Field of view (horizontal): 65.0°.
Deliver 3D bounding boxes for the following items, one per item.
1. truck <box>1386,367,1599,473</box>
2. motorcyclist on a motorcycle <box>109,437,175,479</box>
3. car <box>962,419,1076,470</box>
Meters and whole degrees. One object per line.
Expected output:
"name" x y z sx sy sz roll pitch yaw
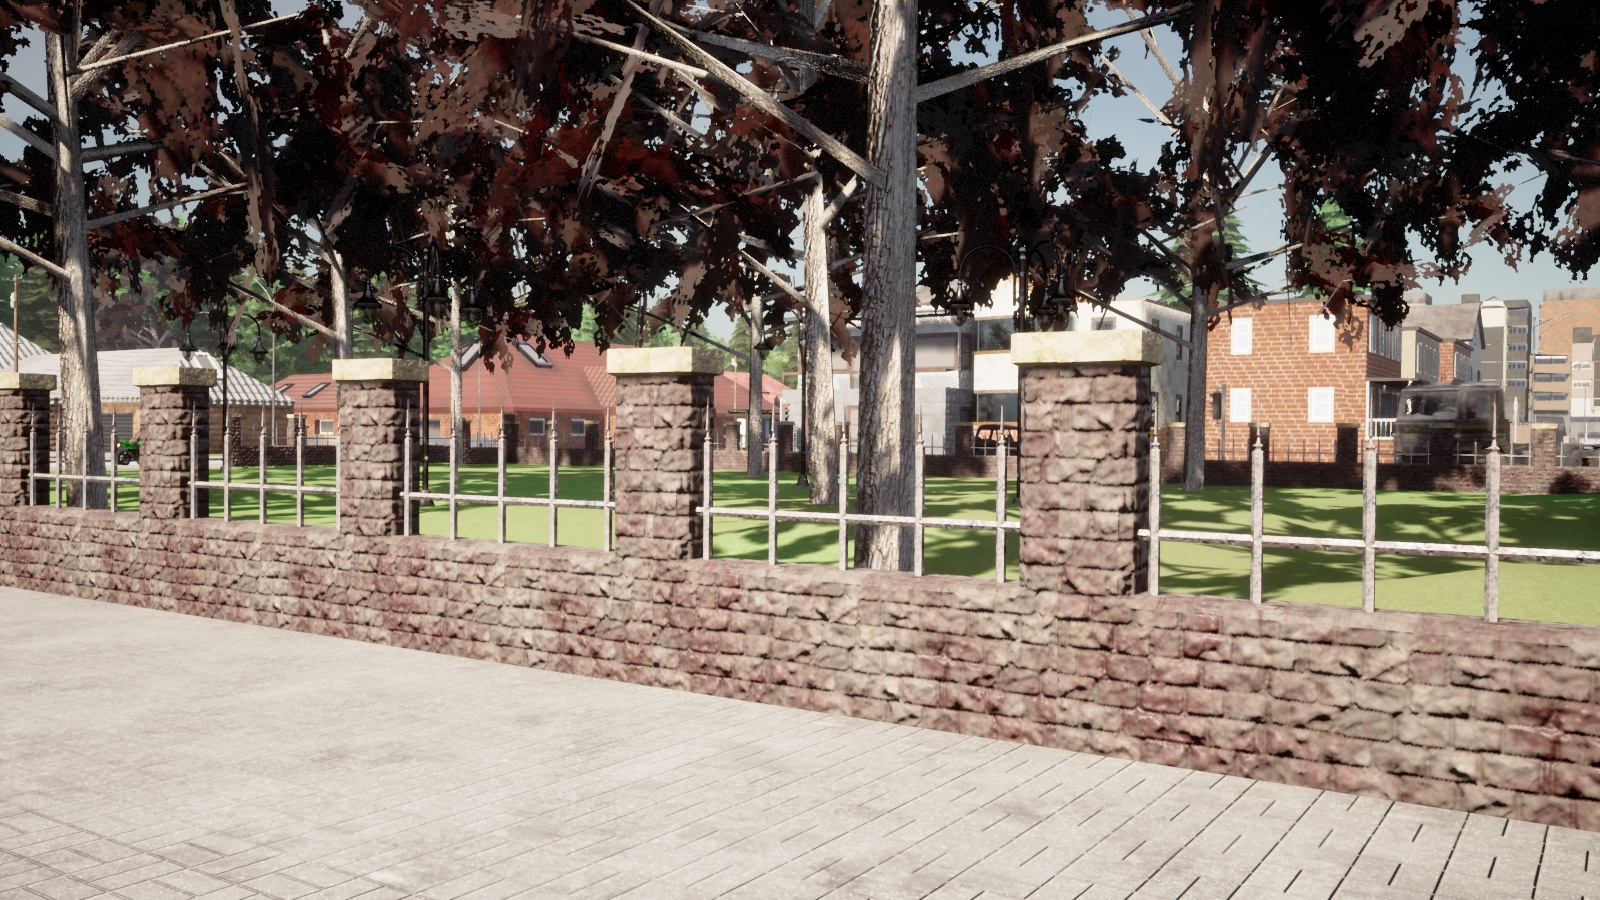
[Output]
"truck" 24.669 -1.068 43.478 7.936 3.462 2.891 -1 1 -15
"motorcyclist on a motorcycle" -24.805 0.291 47.363 0.797 1.523 2.044 0 1 32
"car" 8.385 -0.206 48.137 3.866 1.878 1.905 0 1 32
